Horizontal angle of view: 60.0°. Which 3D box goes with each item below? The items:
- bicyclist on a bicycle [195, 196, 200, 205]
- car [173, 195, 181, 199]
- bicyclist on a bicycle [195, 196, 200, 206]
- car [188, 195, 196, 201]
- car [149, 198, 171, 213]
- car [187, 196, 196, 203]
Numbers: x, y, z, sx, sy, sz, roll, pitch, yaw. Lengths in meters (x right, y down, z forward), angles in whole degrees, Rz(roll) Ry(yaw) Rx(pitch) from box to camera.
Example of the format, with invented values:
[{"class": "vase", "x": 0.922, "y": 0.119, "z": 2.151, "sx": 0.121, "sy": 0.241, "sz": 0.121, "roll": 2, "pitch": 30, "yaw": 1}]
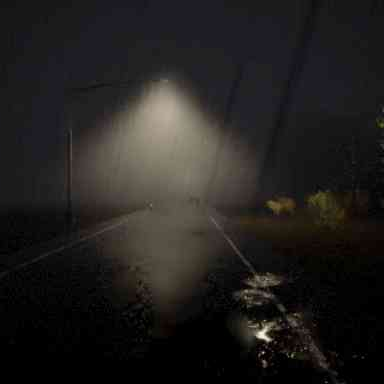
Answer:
[{"class": "bicyclist on a bicycle", "x": 0.918, "y": 1.577, "z": 60.225, "sx": 0.866, "sy": 1.612, "sz": 1.509, "roll": 0, "pitch": 0, "yaw": 0}, {"class": "car", "x": -3.534, "y": 1.392, "z": 80.315, "sx": 1.812, "sy": 1.442, "sz": 4.674, "roll": 0, "pitch": 0, "yaw": 0}, {"class": "bicyclist on a bicycle", "x": 0.941, "y": 1.571, "z": 50.530, "sx": 0.582, "sy": 1.620, "sz": 1.656, "roll": 0, "pitch": 0, "yaw": 0}, {"class": "car", "x": -0.039, "y": 1.675, "z": 91.940, "sx": 1.994, "sy": 1.385, "sz": 4.181, "roll": 0, "pitch": 0, "yaw": 0}, {"class": "car", "x": -3.610, "y": 1.442, "z": 38.200, "sx": 2.097, "sy": 1.767, "sz": 4.553, "roll": 0, "pitch": 0, "yaw": 0}, {"class": "car", "x": -0.033, "y": 1.657, "z": 76.732, "sx": 1.882, "sy": 1.535, "sz": 5.008, "roll": 0, "pitch": 0, "yaw": 0}]
